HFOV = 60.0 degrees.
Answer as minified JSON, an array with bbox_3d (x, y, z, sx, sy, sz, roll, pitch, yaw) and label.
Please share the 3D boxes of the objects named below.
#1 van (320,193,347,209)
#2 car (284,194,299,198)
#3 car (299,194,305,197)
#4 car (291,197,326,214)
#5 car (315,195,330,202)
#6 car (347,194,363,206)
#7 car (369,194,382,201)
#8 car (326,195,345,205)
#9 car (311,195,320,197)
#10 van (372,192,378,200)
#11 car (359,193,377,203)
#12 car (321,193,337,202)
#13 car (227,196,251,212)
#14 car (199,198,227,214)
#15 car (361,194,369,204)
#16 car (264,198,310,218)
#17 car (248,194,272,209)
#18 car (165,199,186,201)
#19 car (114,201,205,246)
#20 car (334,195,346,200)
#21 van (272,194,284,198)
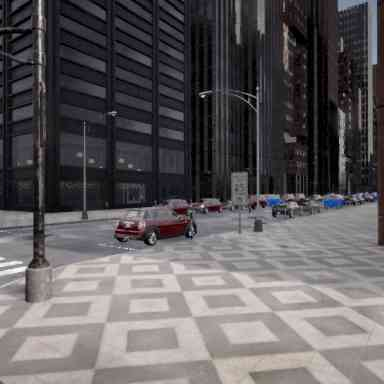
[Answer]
[{"bbox_3d":[18.157,1.216,42.536,1.690,1.788,3.998,0,0,36],"label":"van"},{"bbox_3d":[14.498,1.210,52.053,2.192,1.841,5.009,0,0,36],"label":"car"},{"bbox_3d":[17.771,1.199,56.607,2.192,1.841,5.009,0,0,36],"label":"car"},{"bbox_3d":[11.611,1.465,33.427,1.947,1.339,4.313,0,0,36],"label":"car"},{"bbox_3d":[27.593,1.406,70.274,2.008,1.369,4.403,0,0,36],"label":"car"},{"bbox_3d":[24.704,1.419,51.646,1.947,1.339,4.313,0,0,36],"label":"car"},{"bbox_3d":[41.071,1.247,74.420,1.967,1.590,4.097,0,0,36],"label":"car"},{"bbox_3d":[23.805,1.337,54.958,1.882,1.535,5.008,0,0,35],"label":"car"},{"bbox_3d":[24.319,1.305,65.719,1.967,1.590,4.097,0,0,36],"label":"car"},{"bbox_3d":[37.798,1.157,69.865,1.690,1.788,3.998,0,0,36],"label":"van"},{"bbox_3d":[34.525,1.369,65.311,1.887,1.381,4.507,0,0,36],"label":"car"},{"bbox_3d":[30.866,1.161,74.829,2.192,1.841,5.009,0,0,36],"label":"car"},{"bbox_3d":[4.678,1.481,38.388,2.008,1.369,4.403,0,0,36],"label":"car"},{"bbox_3d":[1.404,1.383,33.832,1.967,1.590,4.097,0,0,36],"label":"car"},{"bbox_3d":[27.978,1.409,56.201,1.947,1.339,4.313,0,0,36],"label":"car"},{"bbox_3d":[8.337,1.463,28.872,2.008,1.369,4.403,0,0,36],"label":"car"},{"bbox_3d":[7.951,1.233,42.943,2.192,1.841,5.009,0,0,36],"label":"car"},{"bbox_3d":[-1.870,1.396,29.277,1.967,1.590,4.097,0,0,36],"label":"car"},{"bbox_3d":[-1.483,1.393,15.208,1.967,1.590,4.097,0,0,36],"label":"car"},{"bbox_3d":[37.414,1.396,83.939,1.947,1.339,4.313,0,0,36],"label":"car"},{"bbox_3d":[11.224,1.247,47.497,1.690,1.788,3.998,0,0,36],"label":"van"}]
